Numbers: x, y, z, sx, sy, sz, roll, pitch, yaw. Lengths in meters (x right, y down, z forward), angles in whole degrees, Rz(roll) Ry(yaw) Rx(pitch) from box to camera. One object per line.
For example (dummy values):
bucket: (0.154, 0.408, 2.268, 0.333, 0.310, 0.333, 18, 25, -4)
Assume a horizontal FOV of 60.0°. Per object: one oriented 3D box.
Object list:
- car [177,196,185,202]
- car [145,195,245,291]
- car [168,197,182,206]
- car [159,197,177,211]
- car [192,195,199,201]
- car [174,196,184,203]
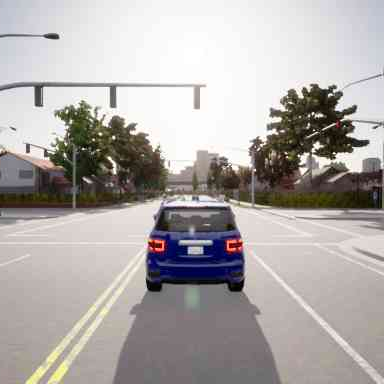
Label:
car: (-2.622, 1.595, 79.681, 1.895, 1.301, 4.718, 0, 0, 0)
car: (0.071, 1.222, 9.119, 2.150, 2.045, 5.566, 0, 0, 0)
car: (-2.853, 1.548, 57.212, 2.033, 1.411, 5.357, 0, 0, 1)
car: (-2.976, 1.477, 42.275, 1.882, 1.535, 5.008, 0, 0, 1)
car: (0.932, 1.478, 88.078, 1.882, 1.535, 5.008, 0, 0, 0)
car: (-2.688, 1.526, 69.564, 1.812, 1.442, 4.674, 0, 0, 0)
